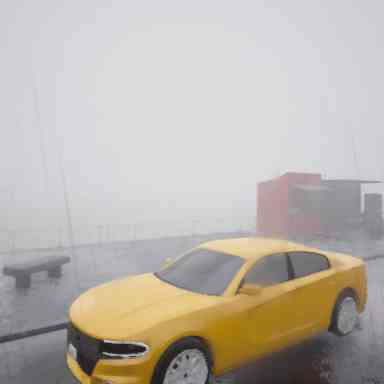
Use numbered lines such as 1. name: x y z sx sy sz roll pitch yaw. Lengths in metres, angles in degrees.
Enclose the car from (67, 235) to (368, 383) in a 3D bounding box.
1. car: 0.721 1.495 5.123 5.008 1.535 1.882 0 0 -36
